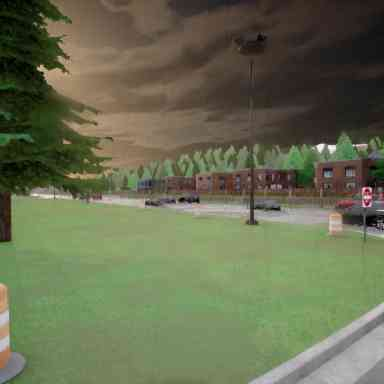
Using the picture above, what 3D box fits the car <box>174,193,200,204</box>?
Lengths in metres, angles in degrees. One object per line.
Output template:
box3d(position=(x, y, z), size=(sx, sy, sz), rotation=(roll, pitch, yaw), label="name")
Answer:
box3d(position=(-0.619, 1.221, 62.429), size=(2.150, 2.045, 5.566), rotation=(0, 0, -30), label="car")

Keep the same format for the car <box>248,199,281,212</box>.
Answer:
box3d(position=(8.468, 1.564, 39.268), size=(1.994, 1.385, 4.181), rotation=(0, 0, -30), label="car")

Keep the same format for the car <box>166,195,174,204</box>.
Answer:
box3d(position=(-4.894, 1.352, 62.873), size=(2.097, 1.767, 4.553), rotation=(0, 0, -30), label="car")

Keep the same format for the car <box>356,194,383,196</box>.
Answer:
box3d(position=(16.648, 1.222, 31.921), size=(2.150, 2.045, 5.566), rotation=(0, 0, -30), label="car")

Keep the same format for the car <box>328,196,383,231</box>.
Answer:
box3d(position=(10.886, 1.351, 20.788), size=(2.097, 1.767, 4.553), rotation=(0, 0, -30), label="car")

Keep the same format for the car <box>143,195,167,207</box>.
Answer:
box3d(position=(-6.013, 1.601, 50.639), size=(1.895, 1.301, 4.718), rotation=(0, 0, -30), label="car")
